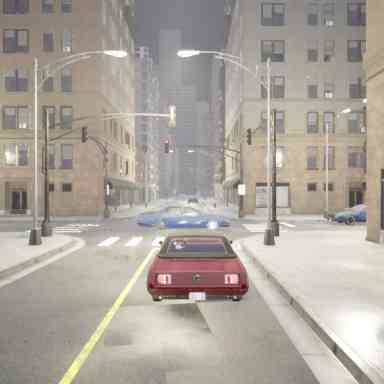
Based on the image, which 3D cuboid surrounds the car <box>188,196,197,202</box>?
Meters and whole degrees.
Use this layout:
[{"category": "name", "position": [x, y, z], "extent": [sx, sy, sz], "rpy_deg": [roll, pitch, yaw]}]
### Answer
[{"category": "car", "position": [0.109, 1.567, 75.151], "extent": [1.895, 1.301, 4.718], "rpy_deg": [0, 0, 0]}]

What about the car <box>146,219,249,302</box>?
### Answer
[{"category": "car", "position": [0.094, 1.601, 8.238], "extent": [1.895, 1.301, 4.718], "rpy_deg": [0, 0, 0]}]

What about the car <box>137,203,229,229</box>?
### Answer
[{"category": "car", "position": [-0.484, 1.546, 19.628], "extent": [5.357, 1.411, 2.033], "rpy_deg": [0, 0, 0]}]

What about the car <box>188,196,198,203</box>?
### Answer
[{"category": "car", "position": [0.186, 1.509, 63.621], "extent": [1.812, 1.442, 4.674], "rpy_deg": [0, 0, 0]}]

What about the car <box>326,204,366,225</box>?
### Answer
[{"category": "car", "position": [12.201, 1.512, 22.827], "extent": [5.357, 1.411, 2.033], "rpy_deg": [0, 0, 3]}]
